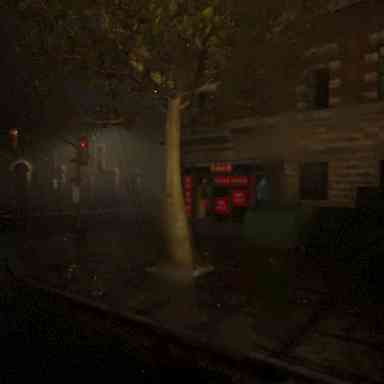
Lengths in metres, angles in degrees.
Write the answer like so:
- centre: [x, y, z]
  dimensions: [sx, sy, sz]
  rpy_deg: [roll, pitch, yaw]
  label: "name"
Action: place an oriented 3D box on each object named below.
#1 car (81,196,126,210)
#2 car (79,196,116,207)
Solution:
- centre: [-9.925, 1.232, 38.808]
  dimensions: [1.882, 1.535, 5.008]
  rpy_deg: [1, 0, 36]
  label: "car"
- centre: [-12.939, 1.296, 45.937]
  dimensions: [1.895, 1.301, 4.718]
  rpy_deg: [1, 0, 36]
  label: "car"
